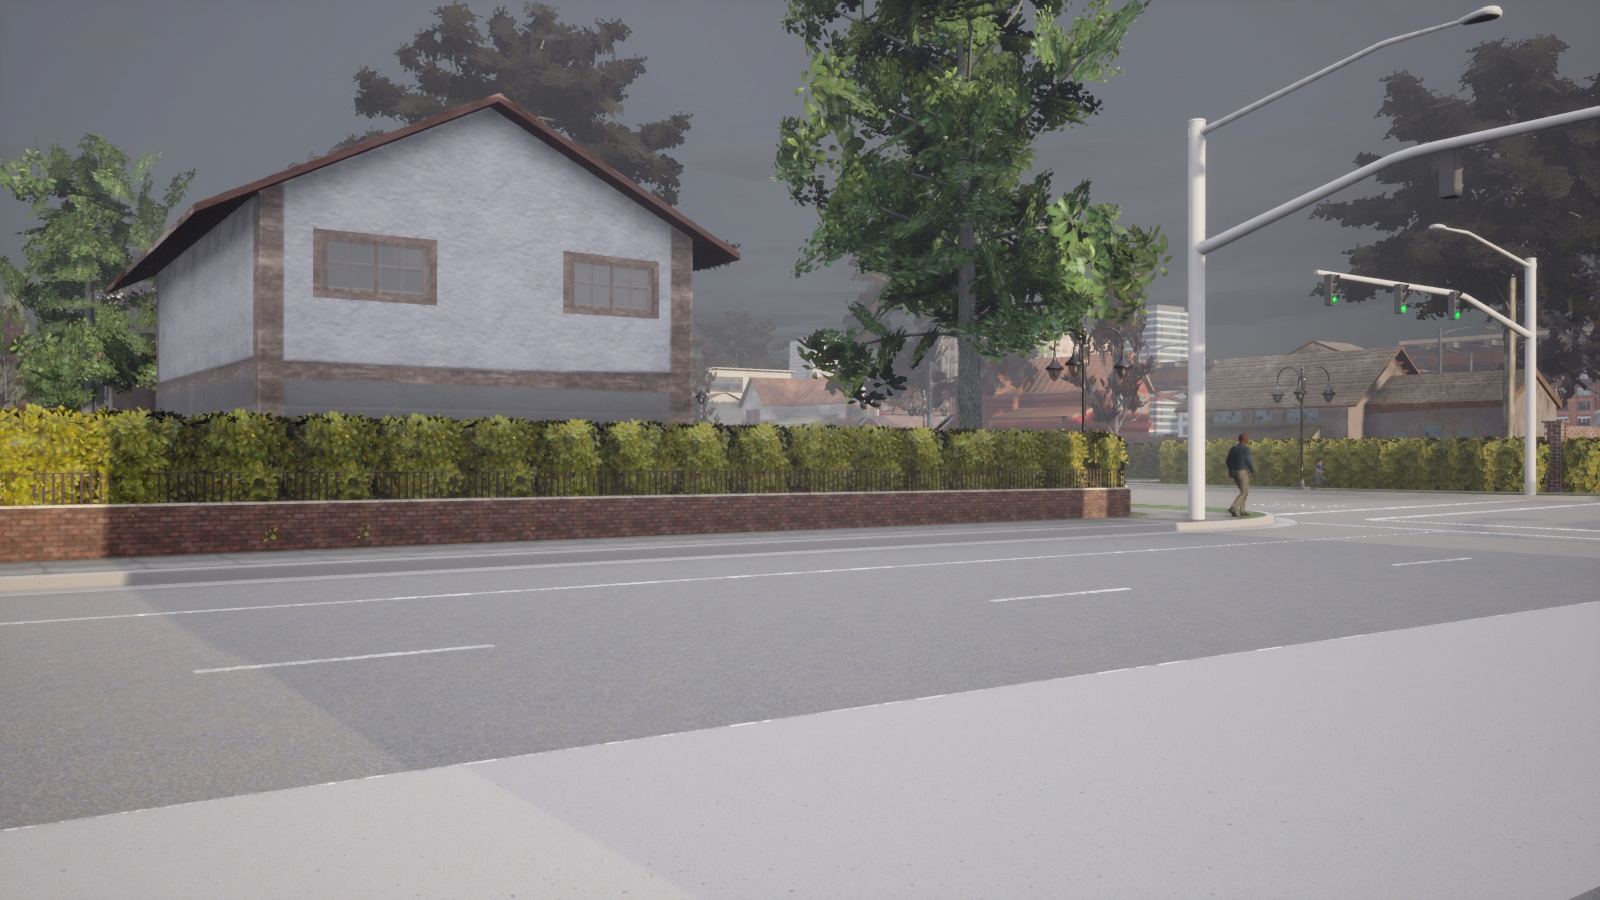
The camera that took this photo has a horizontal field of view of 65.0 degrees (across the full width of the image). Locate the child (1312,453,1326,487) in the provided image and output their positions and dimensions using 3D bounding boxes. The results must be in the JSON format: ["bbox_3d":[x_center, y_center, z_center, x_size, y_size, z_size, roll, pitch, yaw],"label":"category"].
[{"bbox_3d":[19.893,0.763,48.144,0.270,1.263,0.437,0,0,-34],"label":"child"}]

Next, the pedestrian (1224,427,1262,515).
[{"bbox_3d":[9.394,0.443,26.621,0.726,1.835,0.370,0,0,-27],"label":"pedestrian"}]
